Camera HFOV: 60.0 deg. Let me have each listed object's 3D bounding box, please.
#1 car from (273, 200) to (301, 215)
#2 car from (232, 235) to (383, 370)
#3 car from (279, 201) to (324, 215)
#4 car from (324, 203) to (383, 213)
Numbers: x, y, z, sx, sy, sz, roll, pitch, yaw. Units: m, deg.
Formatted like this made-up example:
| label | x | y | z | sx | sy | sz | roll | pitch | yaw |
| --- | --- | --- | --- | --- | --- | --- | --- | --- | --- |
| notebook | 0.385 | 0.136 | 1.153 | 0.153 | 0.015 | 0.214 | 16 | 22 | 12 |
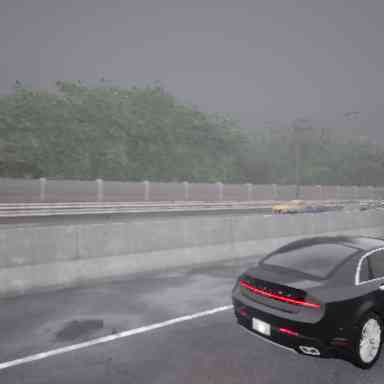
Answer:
| label | x | y | z | sx | sy | sz | roll | pitch | yaw |
| --- | --- | --- | --- | --- | --- | --- | --- | --- | --- |
| car | 9.954 | 1.578 | 32.211 | 5.008 | 1.535 | 1.882 | 0 | 0 | -34 |
| car | 2.890 | 1.528 | 5.786 | 4.892 | 1.490 | 1.837 | 0 | 0 | -35 |
| car | 9.839 | 1.695 | 27.910 | 4.718 | 1.301 | 1.895 | 0 | 0 | -34 |
| car | 12.767 | 1.586 | 25.666 | 5.008 | 1.535 | 1.882 | 0 | 0 | -34 |
